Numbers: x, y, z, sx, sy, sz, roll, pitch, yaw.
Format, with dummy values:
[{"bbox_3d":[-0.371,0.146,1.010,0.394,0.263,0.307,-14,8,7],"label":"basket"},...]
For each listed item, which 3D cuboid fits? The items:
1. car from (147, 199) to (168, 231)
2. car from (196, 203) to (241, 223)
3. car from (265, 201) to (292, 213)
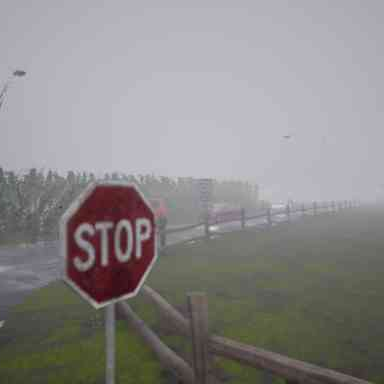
[{"bbox_3d":[-3.652,1.409,18.657,2.150,2.045,5.566,-1,-1,34],"label":"car"},{"bbox_3d":[2.222,1.678,27.167,1.882,1.535,5.008,-1,-1,35],"label":"car"},{"bbox_3d":[10.118,1.741,38.555,1.812,1.442,4.674,-1,-1,35],"label":"car"}]
